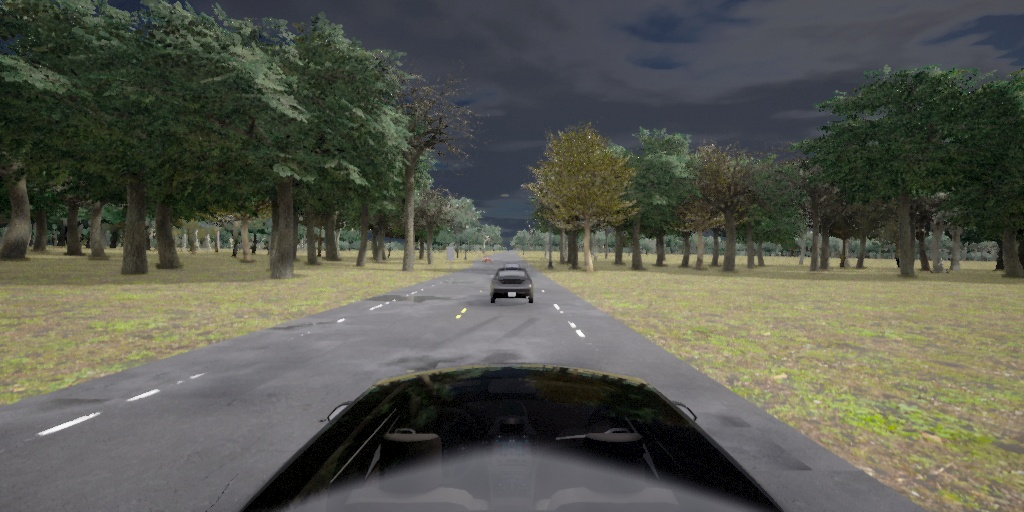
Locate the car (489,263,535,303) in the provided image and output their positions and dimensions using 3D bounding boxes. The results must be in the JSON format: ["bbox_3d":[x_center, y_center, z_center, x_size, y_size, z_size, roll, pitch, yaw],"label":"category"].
[{"bbox_3d":[0.000,1.254,16.500,1.837,1.490,4.892,0,0,0],"label":"car"}]
